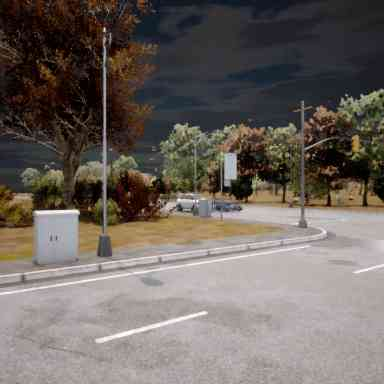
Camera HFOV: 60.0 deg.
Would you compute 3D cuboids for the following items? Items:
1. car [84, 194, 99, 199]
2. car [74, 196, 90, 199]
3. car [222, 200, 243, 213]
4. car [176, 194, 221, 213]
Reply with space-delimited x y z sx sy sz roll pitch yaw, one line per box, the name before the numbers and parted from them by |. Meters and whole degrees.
car | -26.540 1.206 87.879 4.181 1.385 1.994 1 0 41
car | -28.792 1.202 85.190 4.181 1.385 1.994 1 0 41
car | 3.821 1.557 37.513 1.994 1.385 4.181 0 0 -33
car | 0.322 1.213 36.502 2.150 2.045 5.566 0 0 -33
